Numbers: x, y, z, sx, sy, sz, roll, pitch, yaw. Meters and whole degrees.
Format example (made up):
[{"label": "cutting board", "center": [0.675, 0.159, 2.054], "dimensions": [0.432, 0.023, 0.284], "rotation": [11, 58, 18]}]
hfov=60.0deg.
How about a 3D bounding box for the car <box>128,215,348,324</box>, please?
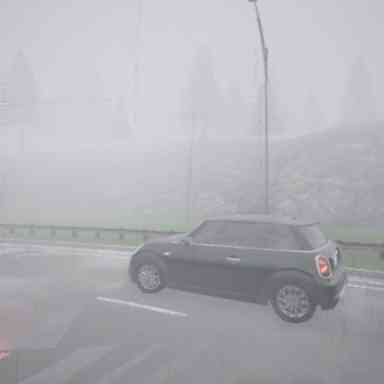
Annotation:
[{"label": "car", "center": [0.802, 1.280, 7.188], "dimensions": [4.553, 1.767, 2.097], "rotation": [0, 1, 31]}]
